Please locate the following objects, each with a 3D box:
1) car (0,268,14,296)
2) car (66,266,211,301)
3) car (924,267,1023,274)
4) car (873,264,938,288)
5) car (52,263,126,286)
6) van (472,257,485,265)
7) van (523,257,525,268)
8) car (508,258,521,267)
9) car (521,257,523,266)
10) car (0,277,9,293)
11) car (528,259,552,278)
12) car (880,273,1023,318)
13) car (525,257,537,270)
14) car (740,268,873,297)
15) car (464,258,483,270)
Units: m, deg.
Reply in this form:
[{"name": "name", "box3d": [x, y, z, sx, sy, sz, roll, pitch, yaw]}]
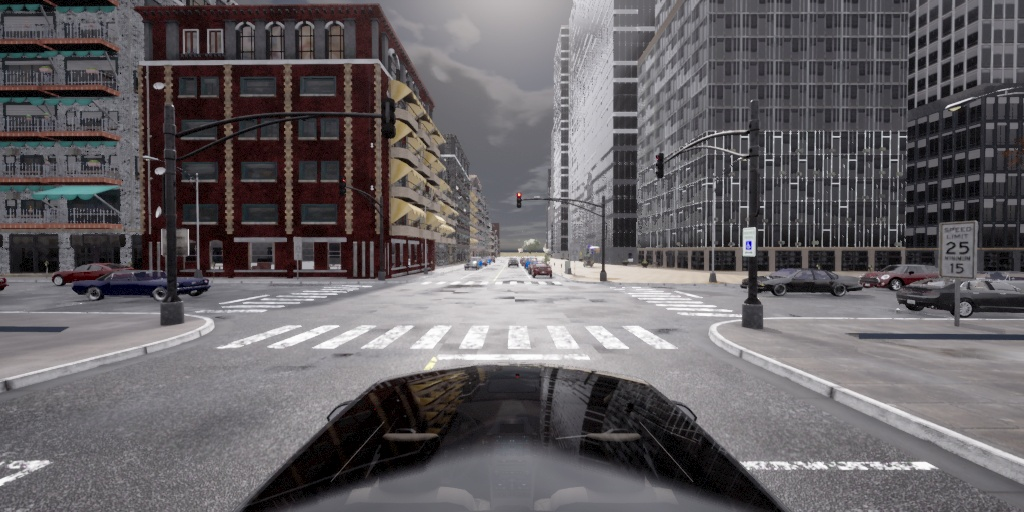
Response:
[{"name": "car", "box3d": [-26.518, 1.255, 16.463, 4.718, 1.301, 1.895, 0, 1, 1]}, {"name": "car", "box3d": [-16.638, 1.299, 16.300, 4.718, 1.301, 1.895, 0, 1, 1]}, {"name": "car", "box3d": [25.258, 1.443, 18.818, 4.718, 1.301, 1.895, 0, 1, 1]}, {"name": "car", "box3d": [23.424, 1.230, 21.582, 4.097, 1.591, 1.967, 0, 0, 1]}, {"name": "car", "box3d": [-25.805, 1.109, 22.355, 4.507, 1.381, 1.888, 0, 0, 1]}, {"name": "van", "box3d": [-5.555, 1.036, 55.965, 1.690, 1.789, 3.998, 0, 0, 0]}, {"name": "van", "box3d": [2.779, 1.044, 50.331, 1.690, 1.789, 3.998, 0, 0, 0]}, {"name": "car", "box3d": [0.257, 1.281, 64.036, 1.895, 1.301, 4.718, 0, 0, 0]}, {"name": "car", "box3d": [2.793, 1.240, 55.977, 1.888, 1.381, 4.507, 0, 0, 0]}, {"name": "car", "box3d": [-22.594, 1.259, 13.690, 4.507, 1.381, 1.888, 0, 0, 1]}, {"name": "car", "box3d": [2.736, 1.271, 33.394, 1.888, 1.381, 4.507, 0, 0, 0]}, {"name": "car", "box3d": [16.743, 1.445, 13.051, 4.403, 1.370, 2.007, 0, 0, 1]}, {"name": "car", "box3d": [2.751, 1.159, 39.039, 1.967, 1.591, 4.097, 0, 0, 0]}, {"name": "car", "box3d": [15.231, 1.342, 18.987, 5.357, 1.411, 2.033, 0, 1, 1]}, {"name": "car", "box3d": [-5.569, 1.269, 50.319, 1.948, 1.339, 4.313, 0, 0, 0]}]
